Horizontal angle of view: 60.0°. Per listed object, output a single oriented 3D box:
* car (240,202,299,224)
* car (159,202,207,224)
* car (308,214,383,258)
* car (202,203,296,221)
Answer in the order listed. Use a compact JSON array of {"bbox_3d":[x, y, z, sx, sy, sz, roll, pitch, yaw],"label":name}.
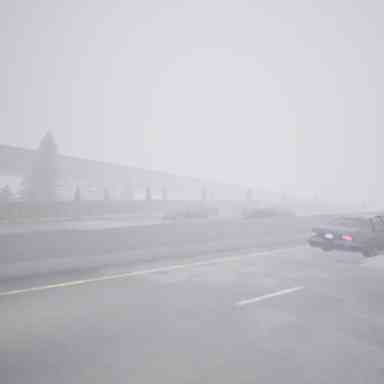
[{"bbox_3d":[5.997,1.543,25.468,4.674,1.442,1.812,0,0,-35],"label":"car"},{"bbox_3d":[-0.177,1.504,25.363,4.902,1.511,2.128,0,0,-35],"label":"car"},{"bbox_3d":[6.747,1.559,12.862,5.357,1.411,2.033,0,0,-36],"label":"car"},{"bbox_3d":[3.473,1.560,19.371,5.357,1.411,2.033,0,0,-36],"label":"car"}]
